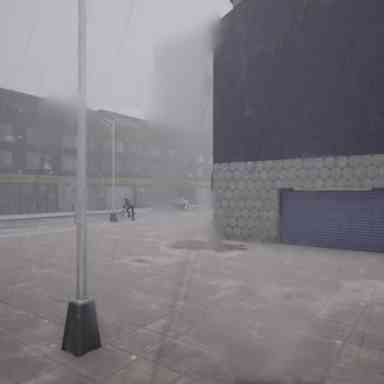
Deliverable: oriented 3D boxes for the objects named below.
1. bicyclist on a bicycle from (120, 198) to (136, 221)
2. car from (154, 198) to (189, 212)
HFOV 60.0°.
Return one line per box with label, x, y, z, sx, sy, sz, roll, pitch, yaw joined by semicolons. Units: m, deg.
bicyclist on a bicycle;-4.703;1.270;24.299;1.656;1.620;0.582;0;0;36
car;-2.214;1.436;37.807;1.837;1.490;4.892;0;0;36
